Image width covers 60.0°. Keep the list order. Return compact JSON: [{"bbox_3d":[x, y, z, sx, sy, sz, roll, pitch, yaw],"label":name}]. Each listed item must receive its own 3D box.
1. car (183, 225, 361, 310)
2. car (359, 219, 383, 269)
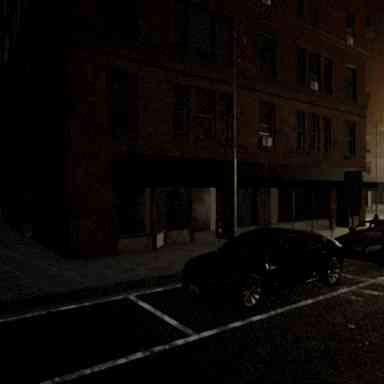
[{"bbox_3d":[1.821,1.557,7.820,4.313,1.339,1.947,0,0,-35],"label":"car"},{"bbox_3d":[6.307,1.565,11.006,4.206,1.307,1.802,0,0,-35],"label":"car"}]
